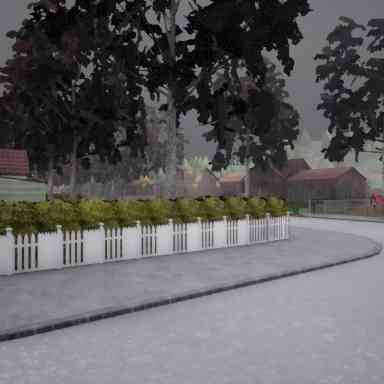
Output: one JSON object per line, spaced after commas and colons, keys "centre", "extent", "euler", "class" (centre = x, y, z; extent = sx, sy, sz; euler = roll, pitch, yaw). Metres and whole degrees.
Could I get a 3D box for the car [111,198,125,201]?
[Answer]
{"centre": [-10.474, 1.563, 47.860], "extent": [1.994, 1.385, 4.181], "euler": [0, 0, -34], "class": "car"}
